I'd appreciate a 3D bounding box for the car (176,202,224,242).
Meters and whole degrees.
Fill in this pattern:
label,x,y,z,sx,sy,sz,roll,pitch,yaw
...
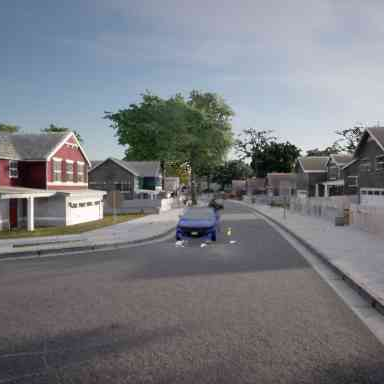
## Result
label,x,y,z,sx,sy,sz,roll,pitch,yaw
car,0.430,1.502,16.828,1.882,1.535,5.008,0,0,8

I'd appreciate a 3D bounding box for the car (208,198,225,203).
label,x,y,z,sx,sy,sz,roll,pitch,yaw
car,3.183,1.555,42.784,1.882,1.535,5.008,0,0,4
